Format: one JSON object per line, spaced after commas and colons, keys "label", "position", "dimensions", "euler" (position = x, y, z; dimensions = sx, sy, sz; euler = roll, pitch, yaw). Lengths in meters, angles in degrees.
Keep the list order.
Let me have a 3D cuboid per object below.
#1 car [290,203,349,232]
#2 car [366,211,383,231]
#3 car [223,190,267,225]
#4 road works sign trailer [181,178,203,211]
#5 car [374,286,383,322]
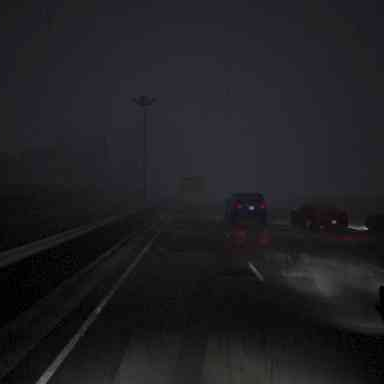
{"label": "car", "position": [7.100, 1.337, 19.092], "dimensions": [1.882, 1.535, 5.008], "euler": [0, 0, 0]}
{"label": "car", "position": [10.600, 1.441, 16.676], "dimensions": [1.994, 1.385, 4.181], "euler": [0, 0, 0]}
{"label": "car", "position": [3.601, 1.054, 22.745], "dimensions": [2.150, 2.045, 5.566], "euler": [0, 0, 0]}
{"label": "road works sign trailer", "position": [0.002, 0.193, 37.061], "dimensions": [2.380, 3.560, 2.880], "euler": [0, 0, 0]}
{"label": "car", "position": [3.600, 1.580, 2.744], "dimensions": [1.895, 1.301, 4.718], "euler": [0, 0, 0]}
